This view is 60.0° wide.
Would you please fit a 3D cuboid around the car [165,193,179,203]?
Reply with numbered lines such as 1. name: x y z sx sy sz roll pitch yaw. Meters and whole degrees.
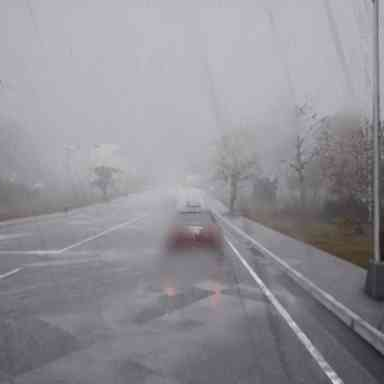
1. car: -3.492 1.071 59.074 2.033 1.411 5.357 0 2 0

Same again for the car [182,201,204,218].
1. car: 0.105 1.800 35.396 2.128 1.511 4.902 0 0 0

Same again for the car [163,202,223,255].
1. car: 0.101 1.481 14.011 2.097 1.767 4.553 0 -1 0

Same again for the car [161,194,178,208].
1. car: -3.494 1.513 49.064 1.994 1.385 4.181 0 2 0
